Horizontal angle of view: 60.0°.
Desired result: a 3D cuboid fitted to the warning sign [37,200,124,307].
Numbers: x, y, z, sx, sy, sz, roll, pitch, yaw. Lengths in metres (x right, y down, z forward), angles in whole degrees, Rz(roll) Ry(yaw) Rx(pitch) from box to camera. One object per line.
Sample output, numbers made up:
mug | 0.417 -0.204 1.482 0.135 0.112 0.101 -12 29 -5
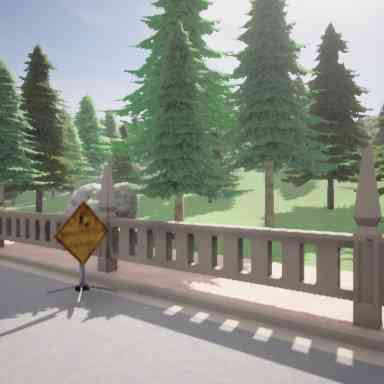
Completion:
warning sign | -2.226 1.112 6.747 1.060 1.860 1.300 0 0 35
